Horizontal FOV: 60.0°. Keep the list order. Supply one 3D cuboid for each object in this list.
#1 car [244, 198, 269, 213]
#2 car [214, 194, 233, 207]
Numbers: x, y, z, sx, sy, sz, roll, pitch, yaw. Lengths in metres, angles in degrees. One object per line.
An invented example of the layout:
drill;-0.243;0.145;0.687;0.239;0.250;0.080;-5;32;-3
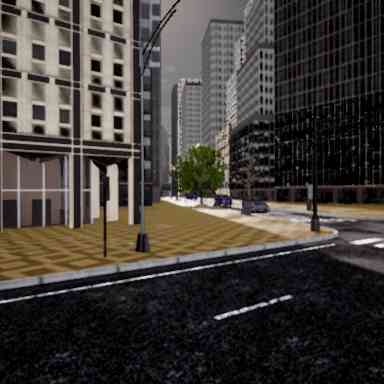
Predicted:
car;7.251;1.439;38.266;2.097;1.767;4.553;0;0;-7
car;5.106;1.404;54.751;2.150;2.045;5.566;0;-1;-7
